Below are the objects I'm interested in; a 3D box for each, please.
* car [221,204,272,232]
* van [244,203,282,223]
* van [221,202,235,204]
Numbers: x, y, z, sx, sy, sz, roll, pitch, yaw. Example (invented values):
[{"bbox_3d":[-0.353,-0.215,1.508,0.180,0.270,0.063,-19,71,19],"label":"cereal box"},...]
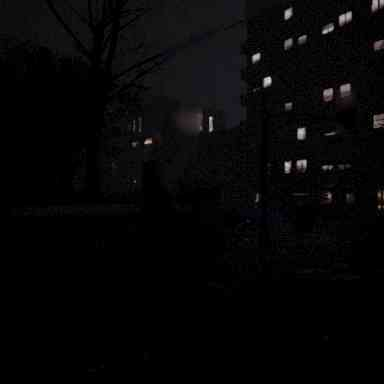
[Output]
[{"bbox_3d":[2.943,1.901,23.841,1.882,1.535,5.008,0,-1,-37],"label":"car"},{"bbox_3d":[6.037,1.840,29.406,1.690,1.788,3.998,-1,0,-36],"label":"van"},{"bbox_3d":[2.778,1.930,33.884,1.690,1.788,3.998,-1,0,-36],"label":"van"}]
